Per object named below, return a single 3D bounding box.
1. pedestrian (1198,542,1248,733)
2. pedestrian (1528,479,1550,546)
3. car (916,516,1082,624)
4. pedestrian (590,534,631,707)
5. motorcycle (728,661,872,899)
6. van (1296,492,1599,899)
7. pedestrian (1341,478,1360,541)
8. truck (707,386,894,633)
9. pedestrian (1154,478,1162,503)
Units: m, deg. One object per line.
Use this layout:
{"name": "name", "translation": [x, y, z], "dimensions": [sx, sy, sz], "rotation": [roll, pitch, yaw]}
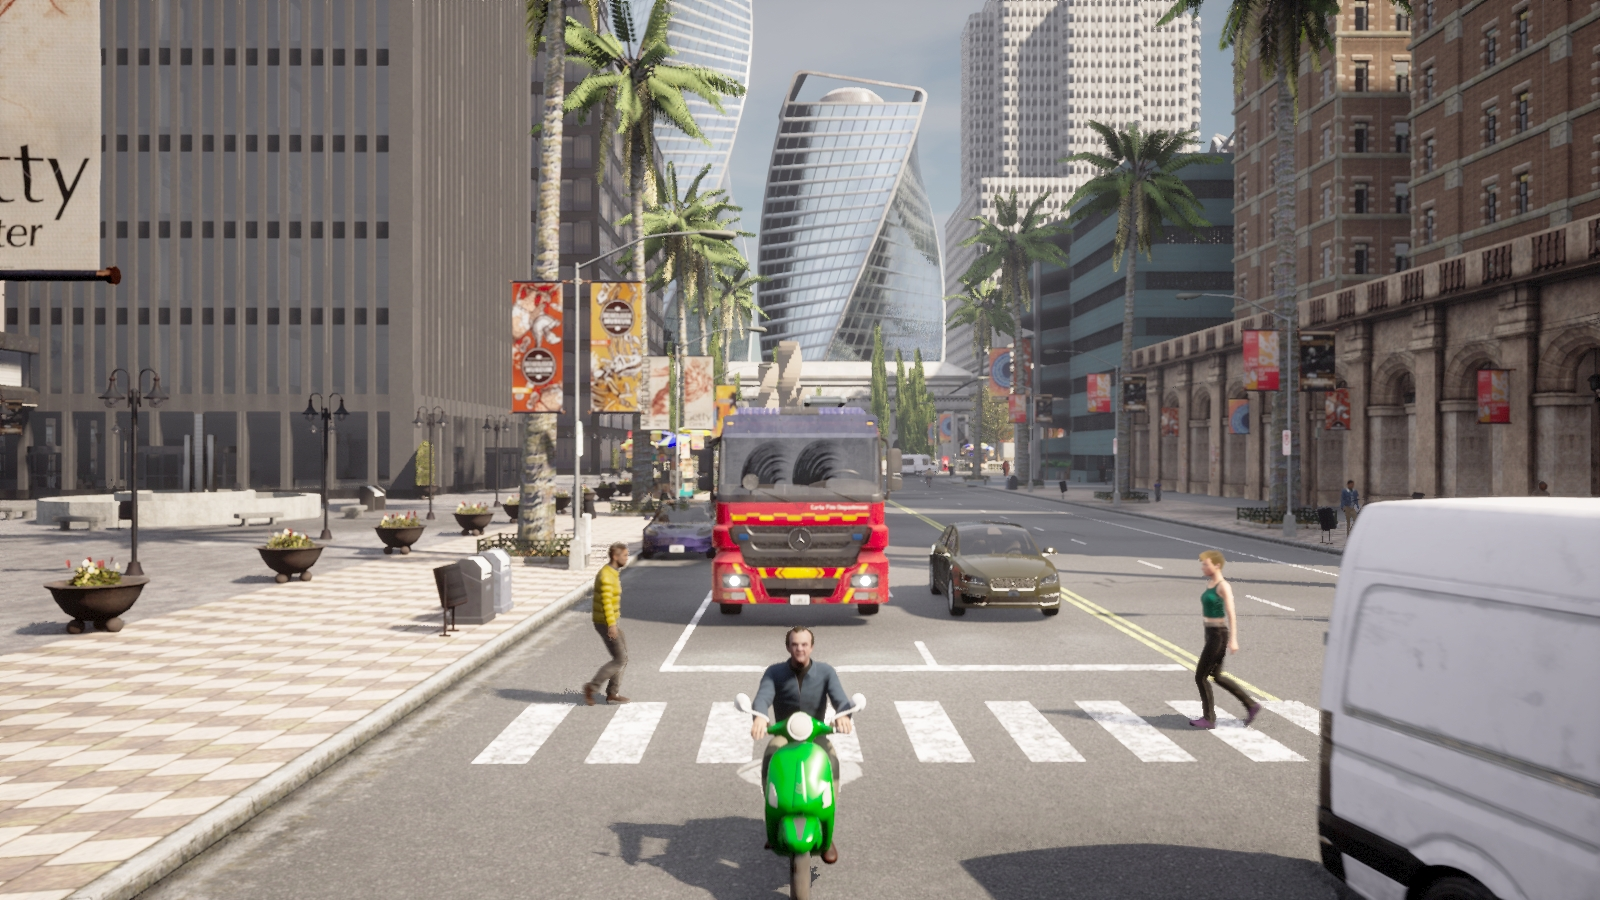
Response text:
{"name": "pedestrian", "translation": [4.262, 1.875, 11.517], "dimensions": [0.375, 1.860, 0.375], "rotation": [0, 0, 3]}
{"name": "pedestrian", "translation": [20.895, 1.763, 32.320], "dimensions": [0.375, 1.860, 0.375], "rotation": [0, 0, -1]}
{"name": "car", "translation": [3.502, 2.106, 21.125], "dimensions": [2.231, 1.480, 4.892], "rotation": [0, 0, 0]}
{"name": "pedestrian", "translation": [-2.097, 1.878, 12.669], "dimensions": [0.375, 1.860, 0.375], "rotation": [0, 0, 2]}
{"name": "motorcycle", "translation": [0.000, 2.201, 7.690], "dimensions": [0.856, 1.236, 1.805], "rotation": [0, 0, 0]}
{"name": "van", "translation": [4.631, 1.546, 4.145], "dimensions": [1.988, 2.561, 5.915], "rotation": [0, 0, -14]}
{"name": "pedestrian", "translation": [16.392, 1.767, 34.005], "dimensions": [0.375, 1.860, 0.375], "rotation": [0, 0, -4]}
{"name": "truck", "translation": [0.008, 0.937, 21.940], "dimensions": [2.891, 3.827, 8.468], "rotation": [0, 0, 0]}
{"name": "pedestrian", "translation": [18.677, 2.096, 59.614], "dimensions": [0.375, 1.300, 0.375], "rotation": [0, 0, 9]}
